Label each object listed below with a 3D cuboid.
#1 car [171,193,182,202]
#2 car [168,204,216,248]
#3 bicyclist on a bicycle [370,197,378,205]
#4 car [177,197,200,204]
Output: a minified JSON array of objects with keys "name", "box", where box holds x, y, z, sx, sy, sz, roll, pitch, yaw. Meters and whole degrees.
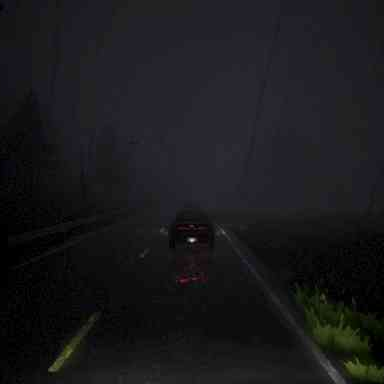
[{"name":"car","box":[-3.500,1.218,74.656,2.150,2.045,5.566,0,0,0]},{"name":"car","box":[0.000,1.515,14.650,1.837,1.490,4.892,0,0,0]},{"name":"bicyclist on a bicycle","box":[18.255,1.366,33.523,0.582,1.620,1.656,0,3,0]},{"name":"car","box":[0.000,1.494,29.650,2.128,1.511,4.902,0,0,0]}]
